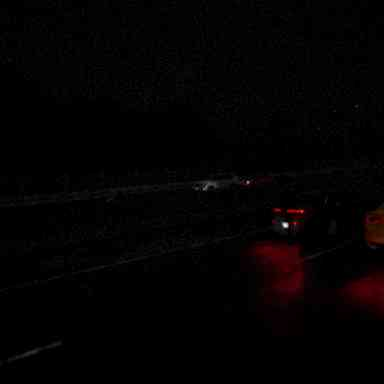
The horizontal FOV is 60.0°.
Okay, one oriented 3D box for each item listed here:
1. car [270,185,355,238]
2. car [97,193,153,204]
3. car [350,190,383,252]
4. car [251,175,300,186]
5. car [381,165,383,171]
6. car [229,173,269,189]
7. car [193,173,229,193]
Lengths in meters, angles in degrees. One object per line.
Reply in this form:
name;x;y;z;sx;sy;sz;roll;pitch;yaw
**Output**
car;4.789;0.532;11.569;4.892;1.490;1.837;-7;4;-36
car;-4.085;0.837;18.351;4.674;1.442;1.812;-6;4;-36
car;6.275;0.571;8.323;5.008;1.535;1.882;-6;4;-36
car;8.209;-0.731;31.582;4.718;1.301;1.895;-7;4;-36
car;36.127;-4.575;60.342;5.008;1.535;1.882;-6;4;-36
car;6.555;-1.030;34.702;4.553;1.767;2.097;-7;4;-36
car;2.690;-0.953;36.225;5.566;2.045;2.150;-7;4;-36
